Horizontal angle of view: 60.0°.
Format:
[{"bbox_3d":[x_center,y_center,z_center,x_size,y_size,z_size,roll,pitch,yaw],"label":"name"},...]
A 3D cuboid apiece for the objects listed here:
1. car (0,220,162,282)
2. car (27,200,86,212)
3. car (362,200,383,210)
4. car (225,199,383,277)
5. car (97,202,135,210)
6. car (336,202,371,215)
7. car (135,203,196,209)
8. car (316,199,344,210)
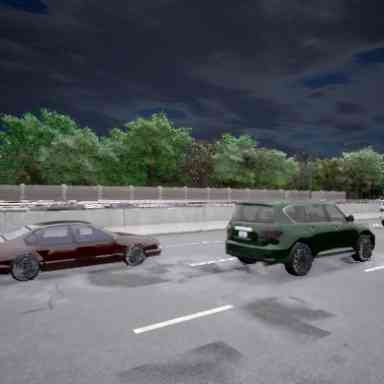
[{"bbox_3d":[-3.578,1.554,9.794,5.357,1.411,2.033,0,0,-36],"label":"car"},{"bbox_3d":[-12.043,1.516,29.795,4.902,1.511,2.128,0,0,-36],"label":"car"},{"bbox_3d":[30.904,2.190,56.016,4.892,1.490,1.837,1,-1,-36],"label":"car"},{"bbox_3d":[3.567,1.255,10.592,5.566,2.045,2.150,0,0,-35],"label":"car"},{"bbox_3d":[-6.417,1.614,29.509,4.181,1.385,1.994,0,0,-35],"label":"car"},{"bbox_3d":[18.967,1.925,39.010,4.181,1.385,1.994,1,-1,-35],"label":"car"},{"bbox_3d":[-1.753,1.622,28.541,5.357,1.411,2.033,1,0,-36],"label":"car"},{"bbox_3d":[22.655,2.015,54.487,5.008,1.535,1.882,1,0,-35],"label":"car"}]
